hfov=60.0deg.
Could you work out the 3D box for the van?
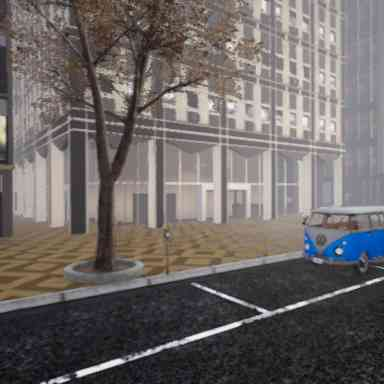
[{"bbox_3d":[5.104,1.324,10.181,3.998,1.788,1.690,0,0,-35],"label":"van"}]
